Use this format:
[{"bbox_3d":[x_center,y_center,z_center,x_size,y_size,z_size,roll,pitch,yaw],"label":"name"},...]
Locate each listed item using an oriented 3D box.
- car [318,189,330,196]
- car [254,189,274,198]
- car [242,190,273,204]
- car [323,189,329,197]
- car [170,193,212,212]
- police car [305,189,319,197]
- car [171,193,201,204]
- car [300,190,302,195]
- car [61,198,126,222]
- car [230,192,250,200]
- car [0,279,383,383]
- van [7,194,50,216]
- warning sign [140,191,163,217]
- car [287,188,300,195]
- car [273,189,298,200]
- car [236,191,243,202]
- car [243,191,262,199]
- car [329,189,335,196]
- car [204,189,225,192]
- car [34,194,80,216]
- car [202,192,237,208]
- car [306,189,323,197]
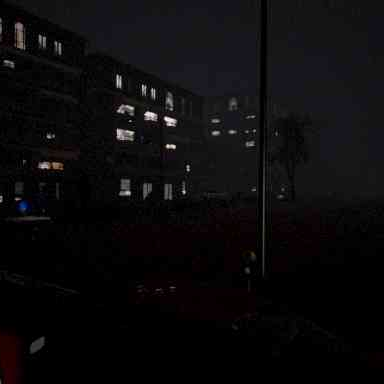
[{"bbox_3d":[33.656,0.069,84.792,1.801,1.575,5.366,1,1,35],"label":"car"},{"bbox_3d":[15.123,0.227,69.654,2.192,1.841,5.009,2,2,35],"label":"car"},{"bbox_3d":[9.263,0.877,46.592,2.008,1.369,4.403,2,2,35],"label":"car"},{"bbox_3d":[28.362,0.361,74.008,2.008,1.369,4.403,2,2,35],"label":"car"},{"bbox_3d":[-0.287,1.132,32.882,1.887,1.381,4.507,2,2,35],"label":"car"},{"bbox_3d":[27.726,0.191,76.622,1.930,1.638,5.238,0,1,32],"label":"police car"},{"bbox_3d":[-0.796,0.910,46.812,1.947,1.339,4.313,2,2,35],"label":"car"},{"bbox_3d":[27.852,0.115,87.938,1.887,1.381,4.507,2,2,35],"label":"car"},{"bbox_3d":[-6.653,1.329,23.745,1.947,1.339,4.313,2,2,35],"label":"car"},{"bbox_3d":[8.753,0.650,60.521,1.947,1.339,4.313,2,2,35],"label":"car"},{"bbox_3d":[-0.308,1.544,3.091,4.507,1.381,1.887,0,0,36],"label":"car"},{"bbox_3d":[-13.526,1.035,28.529,1.690,1.788,3.998,2,2,35],"label":"van"},{"bbox_3d":[-3.033,0.851,24.820,1.300,1.860,1.060,-1,0,35],"label":"warning sign"},{"bbox_3d":[24.672,-0.029,83.362,2.192,1.841,5.009,2,2,35],"label":"car"},{"bbox_3d":[15.727,0.676,55.870,1.752,1.417,4.829,2,2,35],"label":"car"},{"bbox_3d":[7.516,0.644,48.724,2.097,1.767,4.553,1,1,35],"label":"car"},{"bbox_3d":[11.840,0.526,64.950,1.752,1.417,4.829,2,2,35],"label":"car"},{"bbox_3d":[34.729,0.079,83.145,1.967,1.590,4.097,2,2,35],"label":"car"},{"bbox_3d":[2.934,0.544,47.601,2.150,2.045,5.566,1,1,35],"label":"car"},{"bbox_3d":[-10.443,1.193,28.455,1.837,1.490,4.892,1,1,35],"label":"car"},{"bbox_3d":[2.896,1.051,37.452,2.008,1.369,4.403,2,2,35],"label":"car"},{"bbox_3d":[25.180,0.446,69.440,2.008,1.369,4.403,2,2,35],"label":"car"}]
